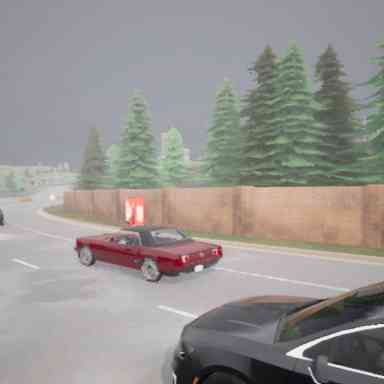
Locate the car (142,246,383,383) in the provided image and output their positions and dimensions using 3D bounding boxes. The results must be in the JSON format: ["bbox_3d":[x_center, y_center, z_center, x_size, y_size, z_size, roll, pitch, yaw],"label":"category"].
[{"bbox_3d":[2.044,1.519,2.666,4.892,1.490,1.837,0,0,36],"label":"car"}]

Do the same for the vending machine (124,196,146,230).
[{"bbox_3d":[-3.685,1.307,21.487,1.100,2.100,0.880,0,0,-43],"label":"vending machine"}]

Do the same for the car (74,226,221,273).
[{"bbox_3d":[-1.511,1.653,9.880,4.718,1.301,1.895,0,0,40],"label":"car"}]

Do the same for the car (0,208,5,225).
[{"bbox_3d":[-15.148,1.621,24.616,2.128,1.511,4.902,0,0,-37],"label":"car"}]
